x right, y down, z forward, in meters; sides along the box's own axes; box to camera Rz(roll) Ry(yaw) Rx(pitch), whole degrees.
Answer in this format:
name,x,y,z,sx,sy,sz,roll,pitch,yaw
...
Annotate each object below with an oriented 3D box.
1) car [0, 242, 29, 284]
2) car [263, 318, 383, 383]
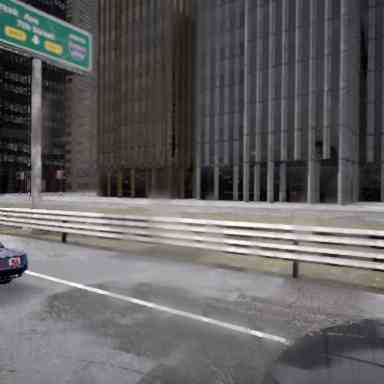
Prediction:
name,x,y,z,sx,sy,sz,roll,pitch,yaw
car,-6.150,1.593,8.263,4.718,1.301,1.895,0,0,36
car,2.804,1.505,1.869,4.892,1.490,1.837,0,0,35
